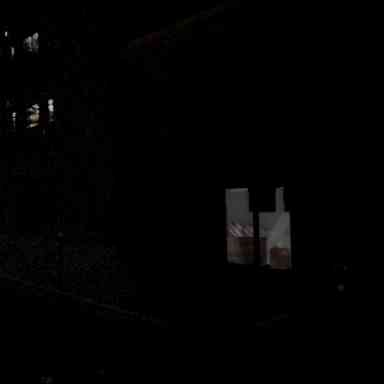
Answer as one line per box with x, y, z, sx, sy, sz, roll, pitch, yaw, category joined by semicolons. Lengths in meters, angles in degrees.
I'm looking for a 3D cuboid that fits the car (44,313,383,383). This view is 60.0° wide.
0.634;1.584;2.293;4.206;1.307;1.802;0;-2;36;car
